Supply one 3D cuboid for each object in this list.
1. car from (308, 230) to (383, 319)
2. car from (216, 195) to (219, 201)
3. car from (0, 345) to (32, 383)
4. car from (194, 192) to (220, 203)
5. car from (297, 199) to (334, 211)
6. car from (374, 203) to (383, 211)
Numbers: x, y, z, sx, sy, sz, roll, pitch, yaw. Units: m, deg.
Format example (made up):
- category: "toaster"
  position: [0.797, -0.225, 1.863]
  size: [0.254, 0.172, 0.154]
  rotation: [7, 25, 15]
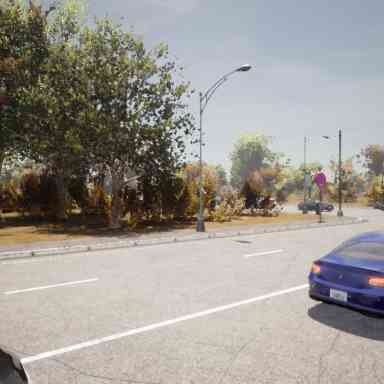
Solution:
- category: "car"
  position: [4.276, 1.526, 6.801]
  size: [4.674, 1.442, 1.812]
  rotation: [0, 0, -36]
- category: "car"
  position: [3.987, 1.459, 56.270]
  size: [1.812, 1.442, 4.674]
  rotation: [0, 1, -32]
- category: "car"
  position: [-3.324, 1.492, 1.375]
  size: [4.902, 1.511, 2.128]
  rotation: [0, 0, -35]
- category: "car"
  position: [2.884, 1.060, 64.896]
  size: [2.150, 2.045, 5.566]
  rotation: [0, 1, -33]
- category: "car"
  position: [14.616, 1.564, 39.447]
  size: [1.994, 1.385, 4.181]
  rotation: [0, 0, -32]
- category: "car"
  position: [23.820, 1.547, 37.822]
  size: [5.357, 1.411, 2.033]
  rotation: [0, 0, 43]
